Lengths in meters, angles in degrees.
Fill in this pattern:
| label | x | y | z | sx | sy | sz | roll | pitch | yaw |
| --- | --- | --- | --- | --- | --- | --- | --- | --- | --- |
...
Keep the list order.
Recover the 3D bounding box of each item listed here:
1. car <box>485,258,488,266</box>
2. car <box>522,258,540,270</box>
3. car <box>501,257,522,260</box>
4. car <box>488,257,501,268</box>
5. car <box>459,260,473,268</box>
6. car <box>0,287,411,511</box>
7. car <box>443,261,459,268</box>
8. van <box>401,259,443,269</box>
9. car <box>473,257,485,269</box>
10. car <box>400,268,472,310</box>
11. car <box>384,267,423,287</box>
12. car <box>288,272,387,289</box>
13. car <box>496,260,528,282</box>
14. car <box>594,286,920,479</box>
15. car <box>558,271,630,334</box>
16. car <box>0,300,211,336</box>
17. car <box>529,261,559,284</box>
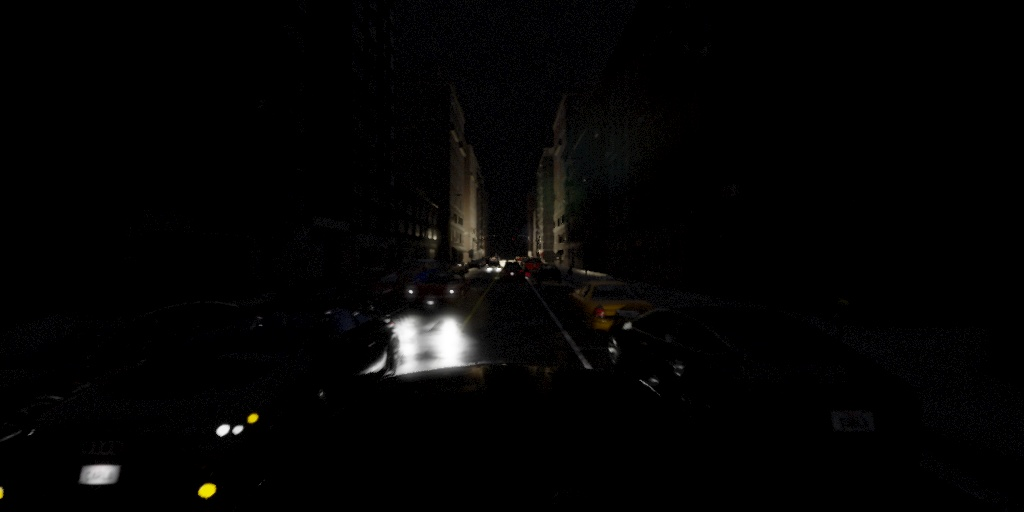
| label | x | y | z | sx | sy | sz | roll | pitch | yaw |
| --- | --- | --- | --- | --- | --- | --- | --- | --- | --- |
| car | -5.510 | 1.216 | 58.974 | 2.007 | 1.370 | 4.403 | 0 | 0 | 0 |
| car | 2.659 | 1.033 | 44.204 | 2.097 | 1.767 | 4.553 | 0 | 0 | 0 |
| car | -0.009 | 1.173 | 46.448 | 2.128 | 1.511 | 4.902 | 0 | 0 | 0 |
| car | -2.916 | 1.263 | 59.191 | 1.895 | 1.301 | 4.718 | 0 | 0 | 1 |
| car | -5.461 | 1.229 | 37.153 | 1.751 | 1.417 | 4.829 | 0 | 0 | 0 |
| car | -2.858 | 1.314 | 4.455 | 1.994 | 1.385 | 4.181 | 0 | 0 | -1 |
| car | -5.438 | 1.160 | 26.498 | 1.967 | 1.591 | 4.097 | 0 | 0 | 0 |
| van | -5.426 | 1.070 | 21.085 | 1.690 | 1.789 | 3.998 | 0 | 0 | 0 |
| car | -5.498 | 1.259 | 53.561 | 1.802 | 1.307 | 4.207 | 0 | 0 | 0 |
| car | -2.864 | 1.336 | 14.869 | 1.895 | 1.301 | 4.718 | 0 | 0 | 0 |
| car | -5.414 | 1.319 | 15.672 | 1.802 | 1.307 | 4.207 | 0 | 0 | 0 |
| car | -5.402 | 1.311 | 10.259 | 1.948 | 1.339 | 4.313 | 0 | 0 | 0 |
| car | 0.019 | 1.274 | 28.707 | 1.994 | 1.385 | 4.181 | 0 | 0 | 0 |
| car | 2.635 | 1.308 | 4.856 | 1.948 | 1.339 | 4.313 | 0 | 0 | 0 |
| car | 2.623 | 1.260 | 10.438 | 1.751 | 1.417 | 4.829 | 0 | 0 | 0 |
| car | -5.390 | 1.319 | 4.847 | 1.948 | 1.339 | 4.313 | 0 | 0 | 0 |
| car | 2.587 | 1.260 | 26.506 | 2.007 | 1.370 | 4.403 | 0 | 0 | 0 |
